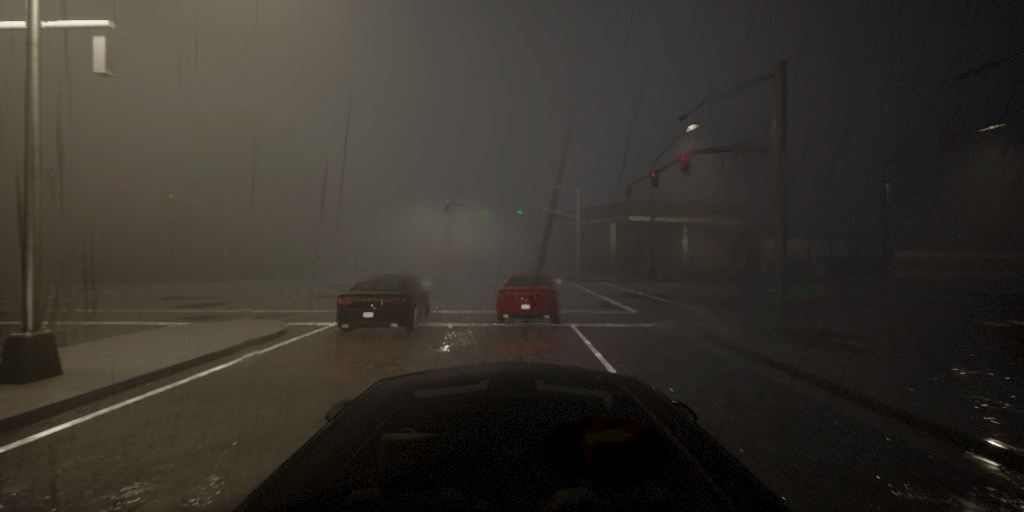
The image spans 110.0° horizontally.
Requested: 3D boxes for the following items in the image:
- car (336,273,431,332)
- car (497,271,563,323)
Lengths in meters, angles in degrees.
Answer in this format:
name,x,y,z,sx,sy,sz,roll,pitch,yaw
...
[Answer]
name,x,y,z,sx,sy,sz,roll,pitch,yaw
car,-3.692,1.264,11.076,1.882,1.535,5.008,0,0,-6
car,0.718,1.269,12.492,1.882,1.535,5.008,0,0,8
